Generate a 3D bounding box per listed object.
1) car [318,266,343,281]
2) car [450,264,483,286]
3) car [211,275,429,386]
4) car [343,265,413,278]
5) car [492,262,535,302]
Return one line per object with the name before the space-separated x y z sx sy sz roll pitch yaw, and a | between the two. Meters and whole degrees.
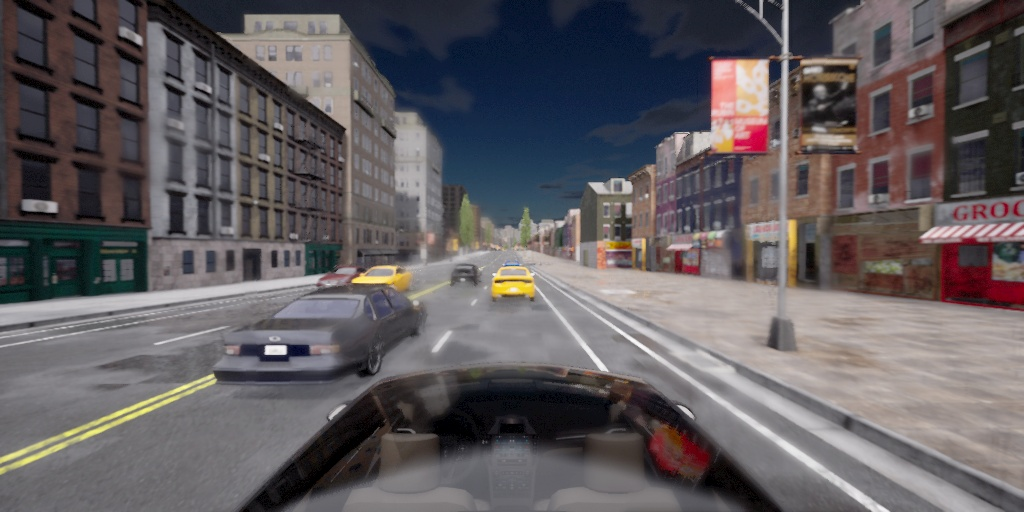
car | -9.885 1.326 21.681 1.812 1.442 4.674 0 0 0
car | -3.198 1.300 25.684 1.837 1.490 4.892 0 0 0
car | -3.160 1.306 7.299 2.033 1.411 5.357 0 0 0
car | -6.629 1.267 18.771 1.882 1.535 5.008 0 0 0
car | 0.069 1.254 17.343 1.882 1.535 5.008 0 0 0
